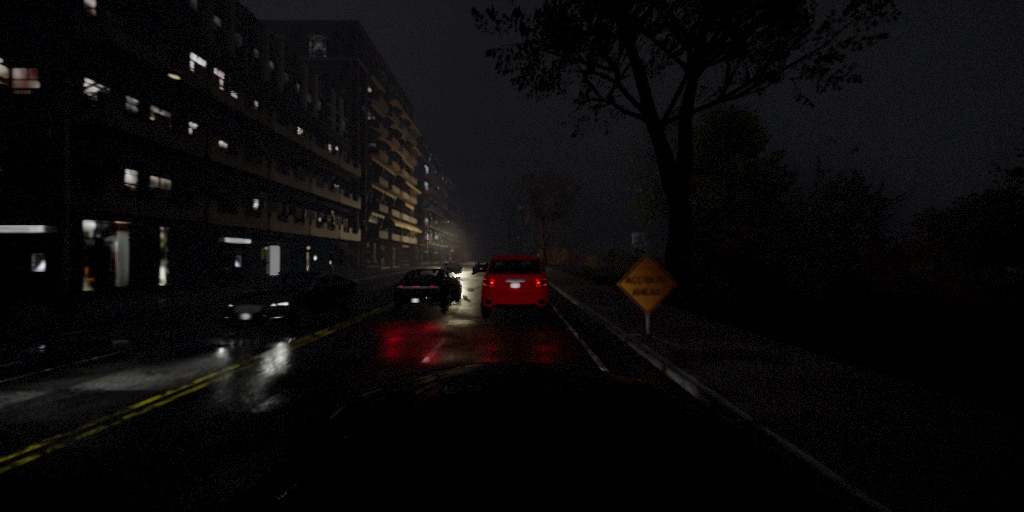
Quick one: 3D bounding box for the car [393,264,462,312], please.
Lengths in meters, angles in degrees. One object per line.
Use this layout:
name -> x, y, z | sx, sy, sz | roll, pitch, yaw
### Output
car -> -3.155, 1.235, 14.107 | 2.128, 1.511, 4.902 | 0, 0, 0

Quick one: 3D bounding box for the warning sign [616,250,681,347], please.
warning sign -> 2.848, 0.863, 7.546 | 1.300, 1.860, 1.060 | 0, 0, 0

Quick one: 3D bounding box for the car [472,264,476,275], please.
car -> -3.238, 1.300, 39.598 | 1.994, 1.385, 4.181 | 0, 0, 0

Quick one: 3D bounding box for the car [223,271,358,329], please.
car -> -6.605, 1.236, 11.339 | 2.128, 1.511, 4.902 | 0, 0, 0

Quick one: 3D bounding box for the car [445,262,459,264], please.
car -> -6.551, 1.336, 38.266 | 1.895, 1.301, 4.718 | 0, 0, 1

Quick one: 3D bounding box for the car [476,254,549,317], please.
car -> 0.095, 0.966, 13.324 | 2.150, 2.045, 5.566 | 0, 0, 0
